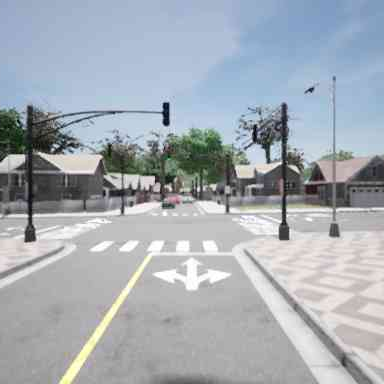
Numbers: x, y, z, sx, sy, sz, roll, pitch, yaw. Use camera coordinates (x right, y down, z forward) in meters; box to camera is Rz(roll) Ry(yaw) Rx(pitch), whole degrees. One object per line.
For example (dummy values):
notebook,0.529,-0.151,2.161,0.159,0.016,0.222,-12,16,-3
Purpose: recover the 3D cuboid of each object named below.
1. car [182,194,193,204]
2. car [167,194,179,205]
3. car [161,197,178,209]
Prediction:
car,-0.942,1.431,71.989,2.150,2.045,5.566,0,0,-1
car,-3.574,1.403,63.671,2.150,2.045,5.566,0,0,-1
car,-3.382,1.726,47.634,1.895,1.301,4.718,0,0,-1
